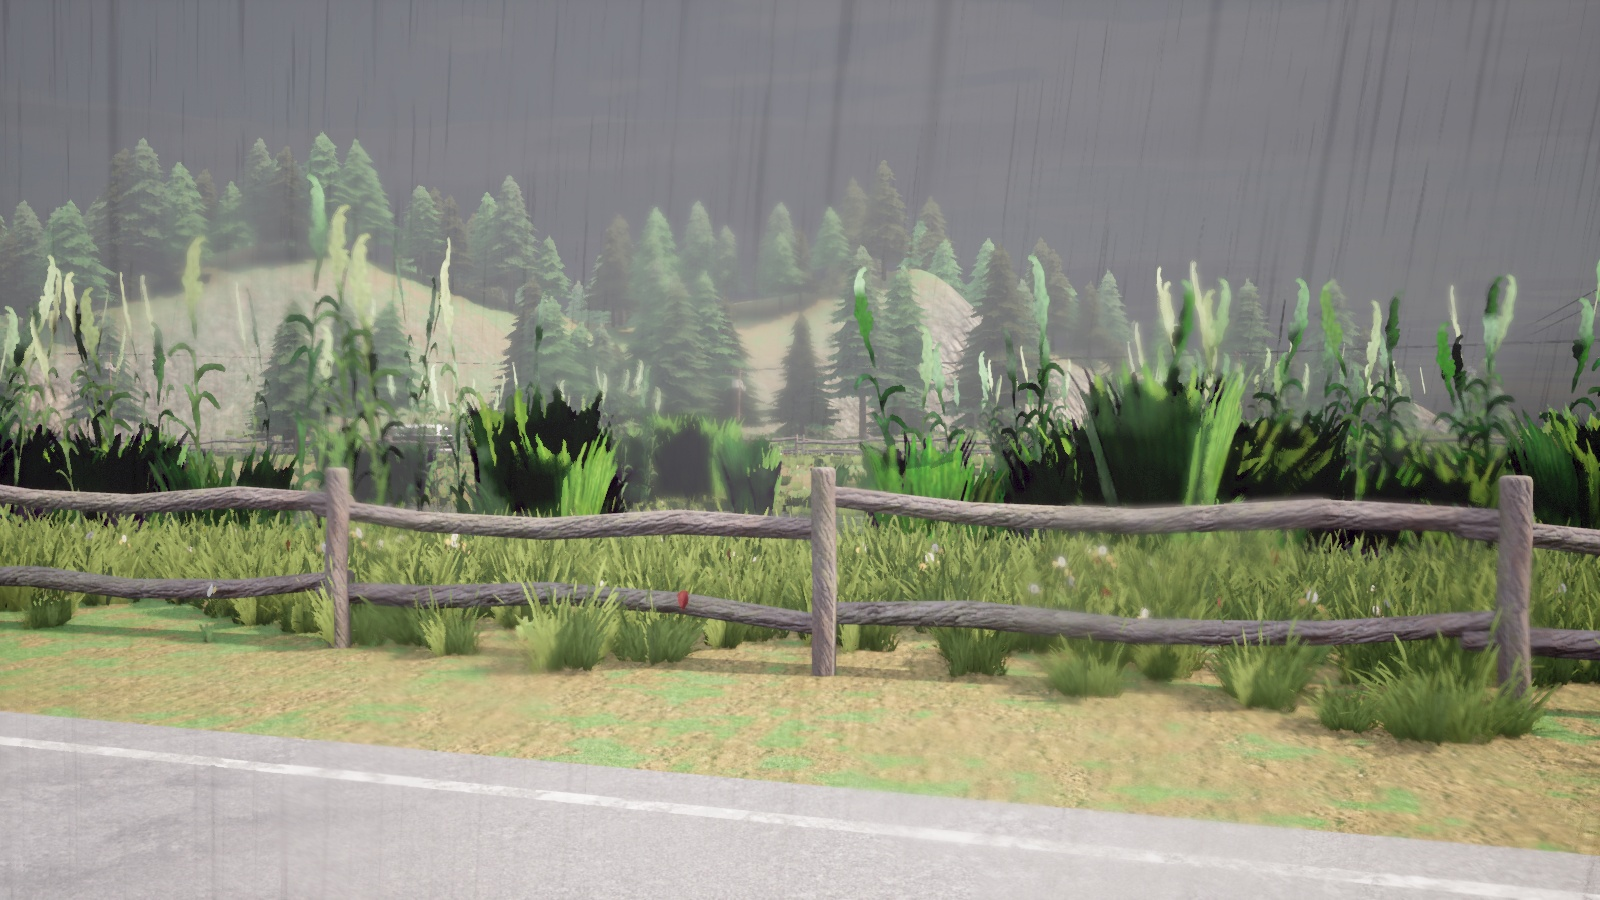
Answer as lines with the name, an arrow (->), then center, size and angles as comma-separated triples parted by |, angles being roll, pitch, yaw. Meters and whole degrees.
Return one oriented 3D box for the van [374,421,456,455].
van -> -24.204, -0.770, 78.940 | 4.480, 2.038, 2.069 | 0, 1, 15
